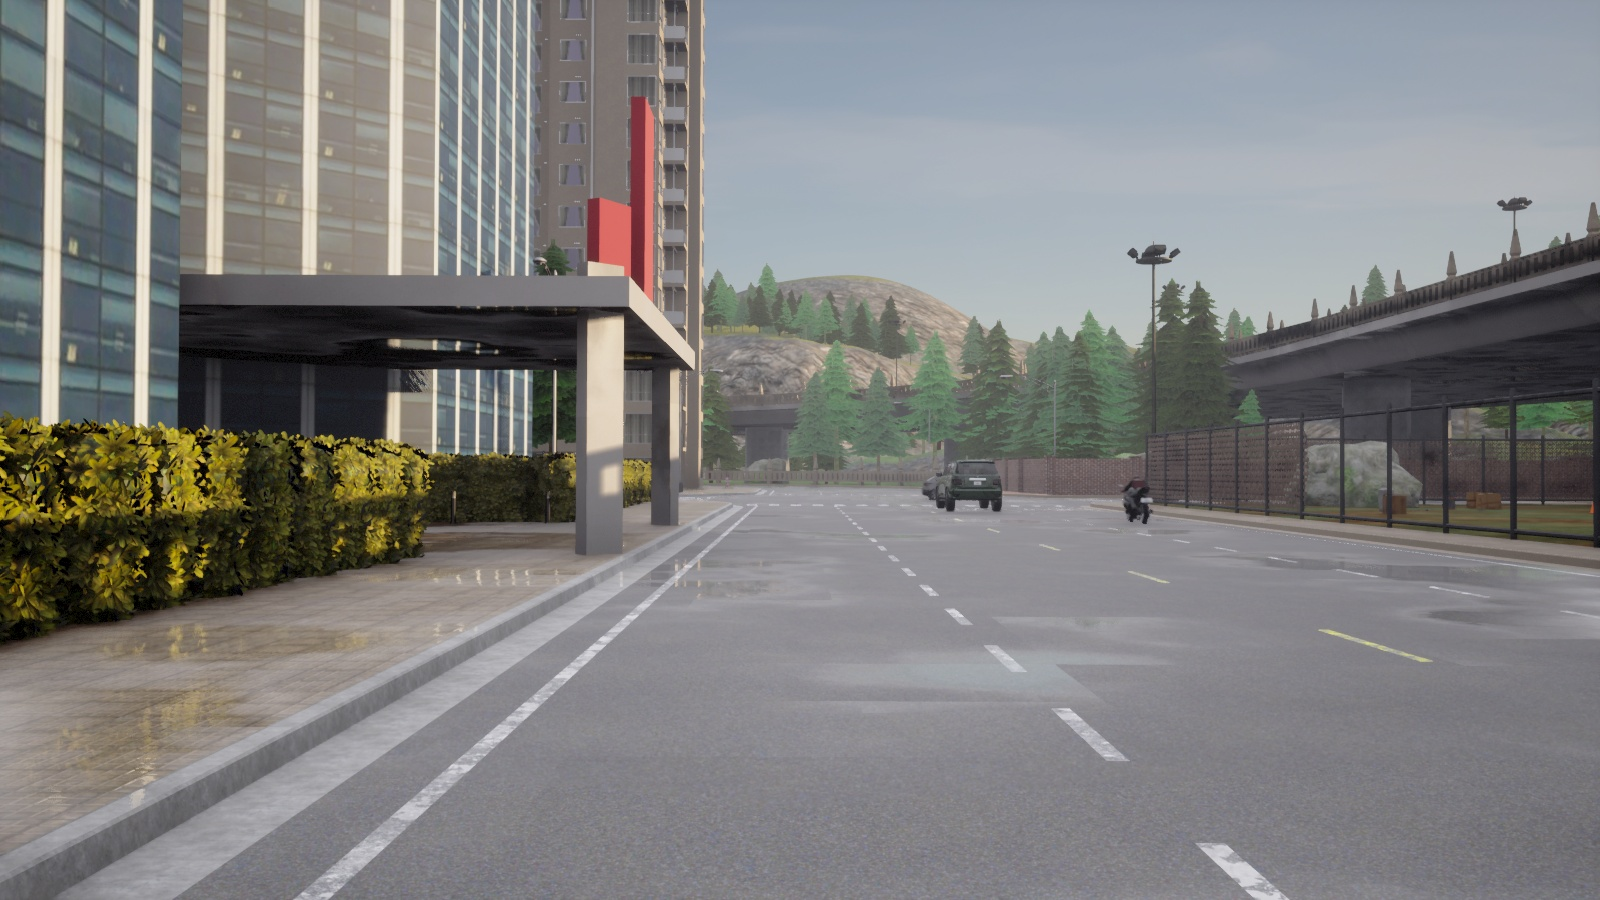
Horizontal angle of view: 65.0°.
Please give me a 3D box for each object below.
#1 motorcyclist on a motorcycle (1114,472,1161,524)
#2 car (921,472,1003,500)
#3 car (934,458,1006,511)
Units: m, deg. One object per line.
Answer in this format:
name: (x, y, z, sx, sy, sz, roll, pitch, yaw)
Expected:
motorcyclist on a motorcycle: (10.397, 1.457, 38.754, 0.866, 1.530, 2.191, 0, -1, 0)
car: (8.772, 1.951, 68.055, 4.193, 1.474, 1.816, 0, -1, 0)
car: (6.863, 1.363, 51.157, 2.150, 2.045, 5.566, 0, -1, 0)
